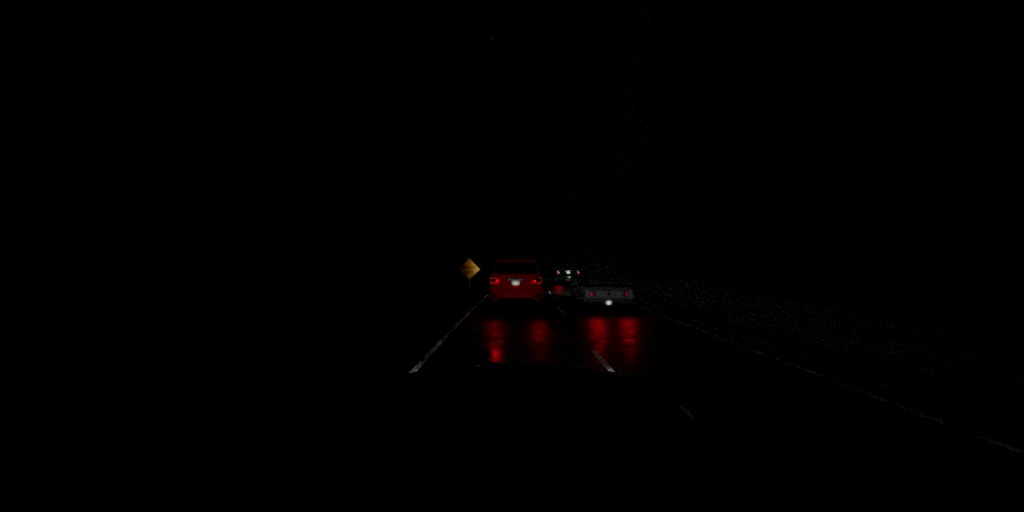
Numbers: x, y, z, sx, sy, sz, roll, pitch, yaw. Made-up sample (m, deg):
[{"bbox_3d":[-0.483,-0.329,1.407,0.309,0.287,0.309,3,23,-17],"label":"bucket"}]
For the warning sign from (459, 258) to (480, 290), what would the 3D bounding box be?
[{"bbox_3d":[-2.556,1.060,21.455,1.300,1.860,1.060,0,0,3],"label":"warning sign"}]

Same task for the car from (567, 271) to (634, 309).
[{"bbox_3d":[3.739,1.494,15.735,1.895,1.301,4.718,0,-1,2],"label":"car"}]

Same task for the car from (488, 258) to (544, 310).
[{"bbox_3d":[0.236,1.108,15.778,2.150,2.045,5.566,0,0,2],"label":"car"}]

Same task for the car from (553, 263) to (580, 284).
[{"bbox_3d":[4.628,1.378,30.440,2.097,1.767,4.553,0,-1,5],"label":"car"}]
